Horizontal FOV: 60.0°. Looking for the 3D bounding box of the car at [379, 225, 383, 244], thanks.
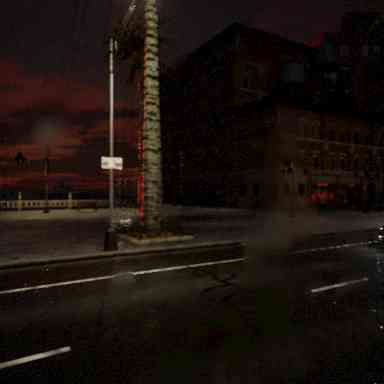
[{"bbox_3d":[9.787,1.471,13.778,4.892,1.490,1.837,0,0,-31],"label":"car"}]
